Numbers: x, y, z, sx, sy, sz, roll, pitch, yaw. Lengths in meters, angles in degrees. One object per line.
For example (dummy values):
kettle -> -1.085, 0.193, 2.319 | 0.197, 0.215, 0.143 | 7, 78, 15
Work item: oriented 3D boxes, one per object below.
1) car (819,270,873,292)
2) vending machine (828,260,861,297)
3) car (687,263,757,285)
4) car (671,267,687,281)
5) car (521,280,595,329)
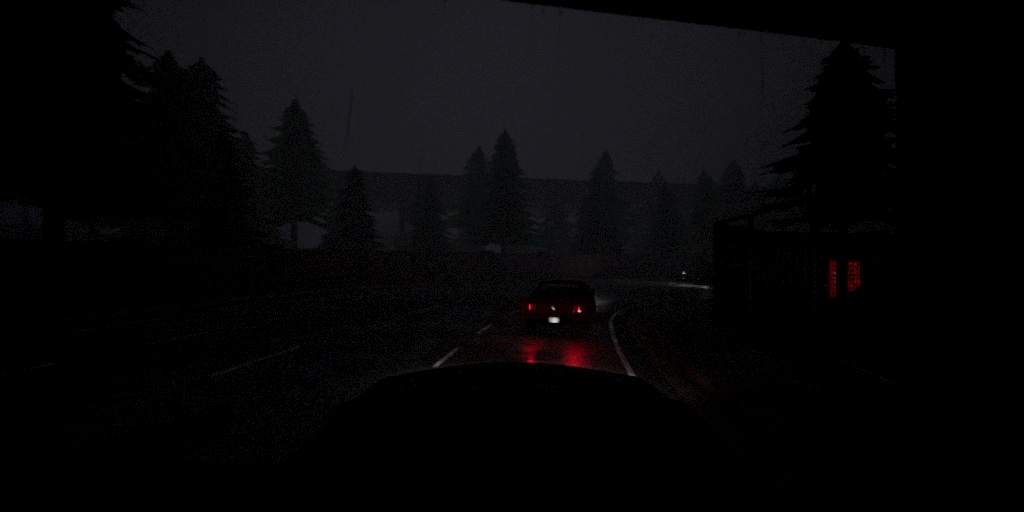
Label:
car -> 21.355, 1.534, 22.120 | 4.892, 1.490, 1.837 | 0, 0, -11
vending machine -> 16.091, 1.157, 17.277 | 0.880, 2.100, 1.100 | 0, 0, -11
car -> 17.000, 1.561, 28.627 | 4.892, 1.490, 1.837 | 0, 0, -11
car -> 16.660, 1.434, 32.125 | 4.553, 1.767, 2.097 | 0, 0, -11
car -> 1.714, 1.439, 11.713 | 1.895, 1.301, 4.718 | 0, 0, 15
